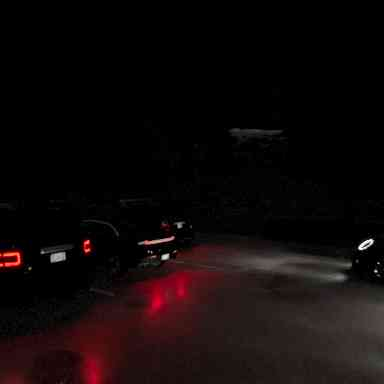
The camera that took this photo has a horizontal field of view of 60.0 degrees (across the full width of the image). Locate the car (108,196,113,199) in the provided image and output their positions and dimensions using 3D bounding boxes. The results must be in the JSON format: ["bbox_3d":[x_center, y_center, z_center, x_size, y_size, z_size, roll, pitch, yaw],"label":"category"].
[{"bbox_3d":[-13.585,1.397,50.182,4.892,1.490,1.837,0,0,-42],"label":"car"}]

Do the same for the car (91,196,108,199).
[{"bbox_3d":[-14.077,1.469,44.779,1.994,1.385,4.181,0,0,44],"label":"car"}]

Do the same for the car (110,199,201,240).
[{"bbox_3d":[-2.206,1.350,14.123,4.553,1.767,2.097,0,0,35],"label":"car"}]

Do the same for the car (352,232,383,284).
[{"bbox_3d":[6.410,1.355,8.017,4.553,1.767,2.097,0,0,36],"label":"car"}]

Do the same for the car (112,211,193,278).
[{"bbox_3d":[-2.666,1.490,10.154,4.902,1.511,2.128,0,0,36],"label":"car"}]

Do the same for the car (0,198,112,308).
[{"bbox_3d":[-4.551,1.220,7.228,5.566,2.045,2.150,0,0,33],"label":"car"}]
